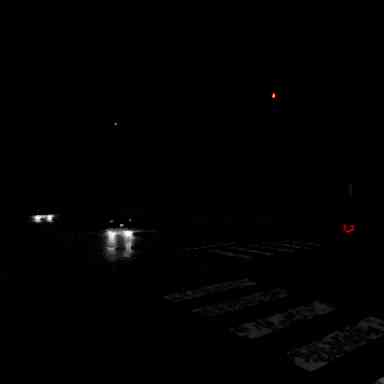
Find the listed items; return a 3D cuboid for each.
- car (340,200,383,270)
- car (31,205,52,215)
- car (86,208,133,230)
[{"bbox_3d":[7.438,1.262,9.876,5.566,2.045,2.150,-1,0,32],"label":"car"},{"bbox_3d":[-20.325,2.423,44.802,1.895,1.301,4.718,0,-1,-35],"label":"car"},{"bbox_3d":[-6.386,1.949,25.066,2.033,1.411,5.357,0,-1,-35],"label":"car"}]
